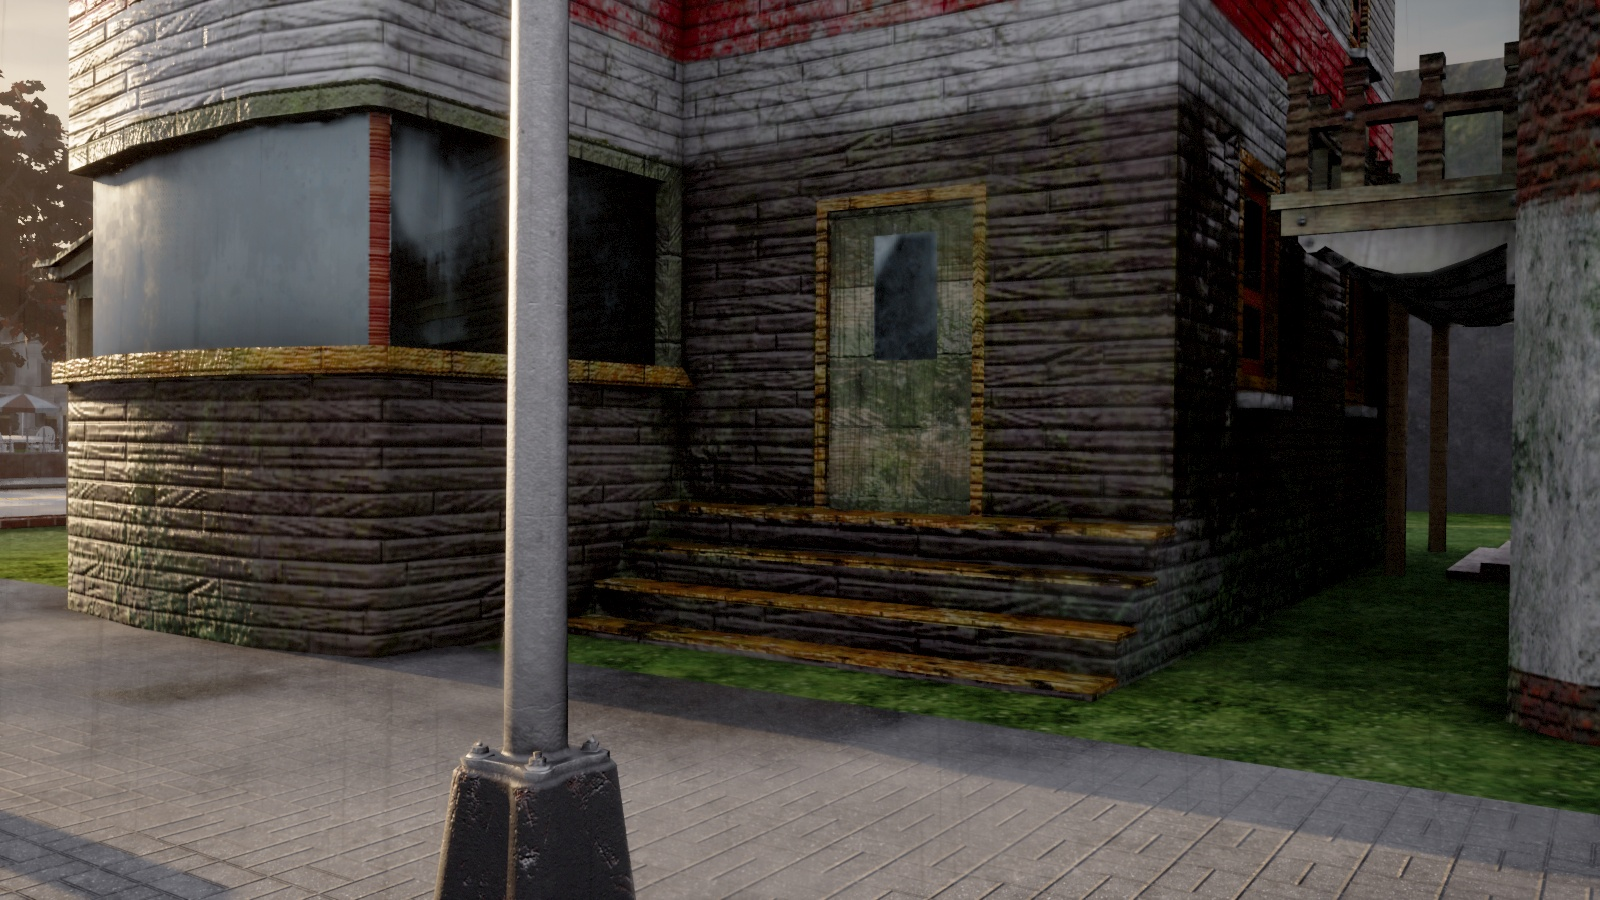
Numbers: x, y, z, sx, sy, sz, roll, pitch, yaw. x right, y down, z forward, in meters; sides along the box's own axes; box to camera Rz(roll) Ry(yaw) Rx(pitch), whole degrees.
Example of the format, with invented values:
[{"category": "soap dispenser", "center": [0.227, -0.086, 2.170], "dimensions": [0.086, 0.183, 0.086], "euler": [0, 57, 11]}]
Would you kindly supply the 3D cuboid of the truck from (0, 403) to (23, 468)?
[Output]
[{"category": "truck", "center": [-45.650, -0.735, 65.737], "dimensions": [2.891, 3.462, 7.936], "euler": [0, 1, 33]}]
